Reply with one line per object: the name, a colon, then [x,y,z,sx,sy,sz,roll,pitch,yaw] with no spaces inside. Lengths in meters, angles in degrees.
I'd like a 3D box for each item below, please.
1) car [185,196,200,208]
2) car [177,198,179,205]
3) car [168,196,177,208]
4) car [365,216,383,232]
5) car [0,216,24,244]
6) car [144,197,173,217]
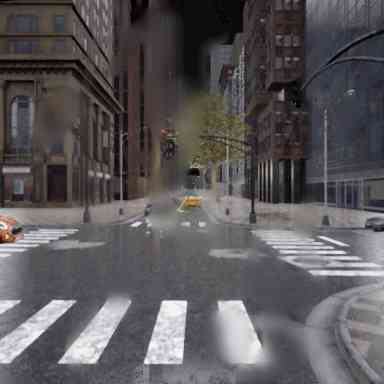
car: [0.053,1.283,44.951,1.882,1.535,5.008,0,0,0]
car: [-3.140,1.340,52.876,1.895,1.301,4.718,0,1,0]
car: [-3.139,1.440,40.559,1.895,1.301,4.718,0,0,0]
car: [11.910,1.623,18.363,4.403,1.369,2.008,0,0,0]
car: [-9.380,1.274,13.439,4.553,1.767,2.097,1,0,-10]
car: [-3.128,1.476,30.310,1.994,1.385,4.181,0,0,0]
